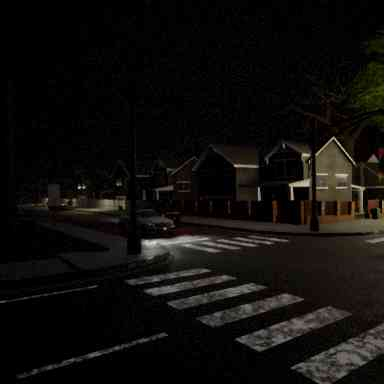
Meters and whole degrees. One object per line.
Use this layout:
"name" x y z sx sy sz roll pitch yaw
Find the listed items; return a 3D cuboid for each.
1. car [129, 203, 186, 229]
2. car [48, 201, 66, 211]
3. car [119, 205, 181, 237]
"car" -2.682 1.680 24.610 2.128 1.511 4.902 -1 0 -35
"car" -20.282 2.027 49.966 2.128 1.511 4.902 -1 0 -34
"car" -2.798 1.717 19.744 1.812 1.442 4.674 -1 0 -35
